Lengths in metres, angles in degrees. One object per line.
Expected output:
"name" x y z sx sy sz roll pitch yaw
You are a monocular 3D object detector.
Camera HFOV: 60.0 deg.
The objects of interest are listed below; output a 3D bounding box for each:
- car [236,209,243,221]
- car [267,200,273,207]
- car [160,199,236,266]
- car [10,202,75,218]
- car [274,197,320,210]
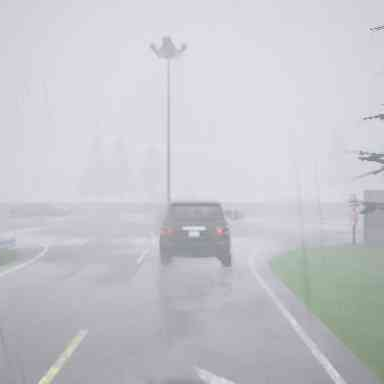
"car" 1.764 1.578 26.687 4.674 1.442 1.812 0 0 1
"car" 14.021 1.574 51.124 5.008 1.535 1.882 0 0 1
"car" 0.247 1.247 11.868 2.150 2.045 5.566 0 0 4
"car" -13.698 1.606 30.527 5.357 1.411 2.033 0 0 1
"car" 13.114 1.555 40.645 5.008 1.535 1.882 0 0 1
